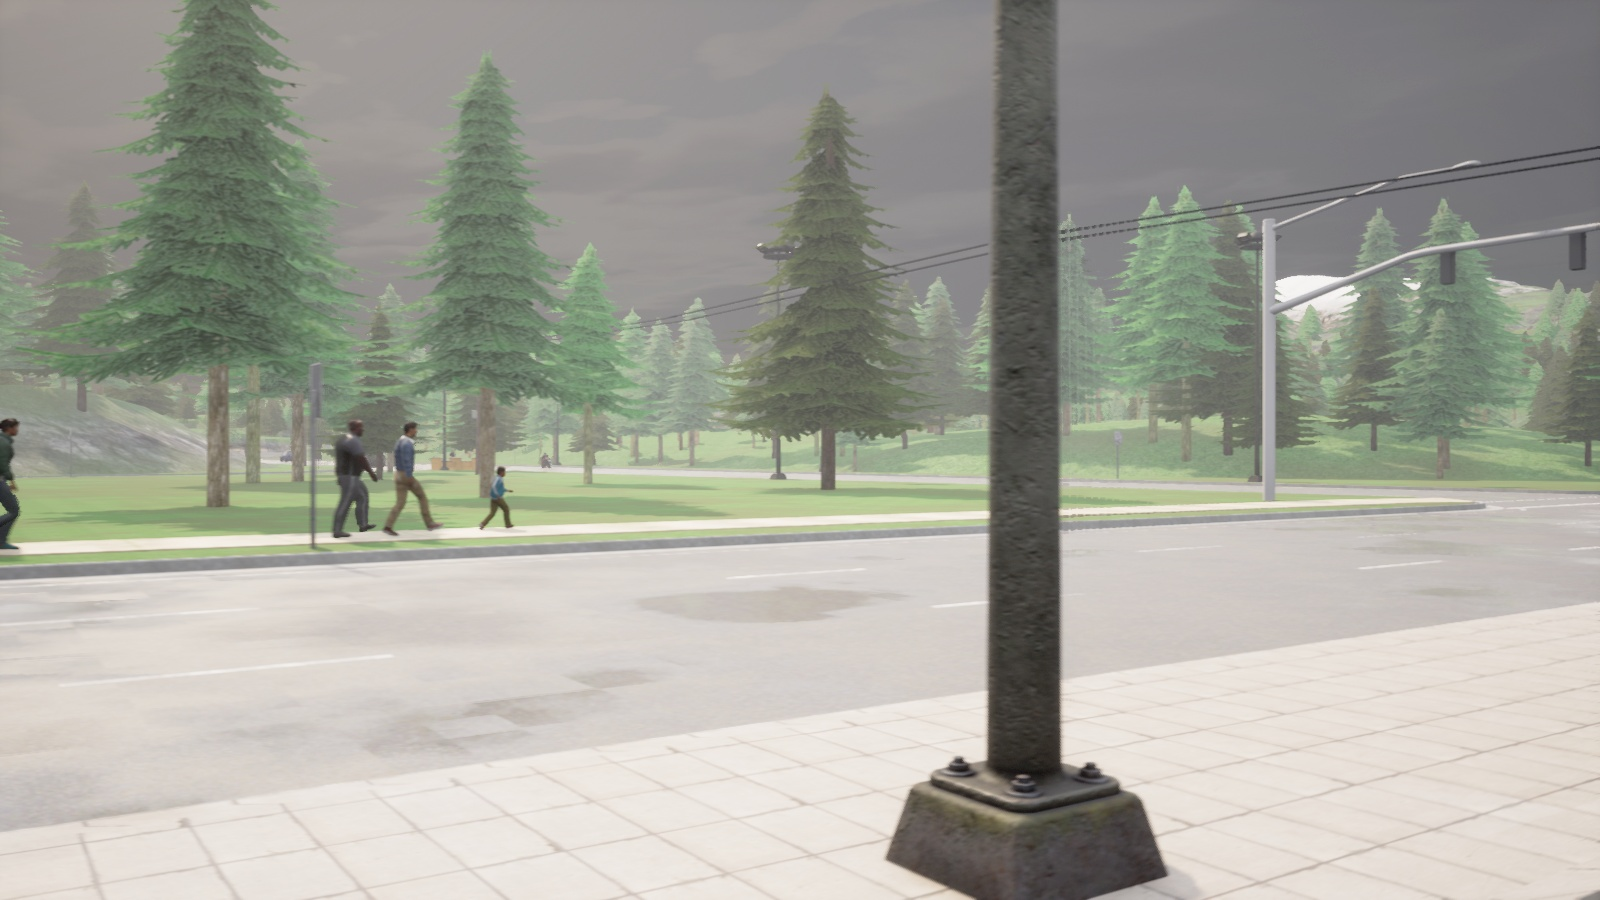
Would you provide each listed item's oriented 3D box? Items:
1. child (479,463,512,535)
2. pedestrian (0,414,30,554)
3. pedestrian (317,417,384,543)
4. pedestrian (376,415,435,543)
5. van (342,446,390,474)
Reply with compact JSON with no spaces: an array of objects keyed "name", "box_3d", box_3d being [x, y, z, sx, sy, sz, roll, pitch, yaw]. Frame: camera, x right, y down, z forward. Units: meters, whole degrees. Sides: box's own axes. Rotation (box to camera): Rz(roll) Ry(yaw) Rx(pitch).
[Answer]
[{"name":"child","box_3d":[-5.168,0.827,21.319,0.448,1.192,0.343,0,0,-34]},{"name":"pedestrian","box_3d":[-10.568,0.447,16.643,0.614,1.847,0.353,0,0,-34]},{"name":"pedestrian","box_3d":[-6.853,0.445,19.131,0.849,1.883,0.563,0,0,-34]},{"name":"pedestrian","box_3d":[-6.168,0.445,19.634,0.788,1.949,0.423,0,0,-34]},{"name":"van","box_3d":[-32.366,0.766,93.770,2.069,2.038,4.480,0,0,0]}]
